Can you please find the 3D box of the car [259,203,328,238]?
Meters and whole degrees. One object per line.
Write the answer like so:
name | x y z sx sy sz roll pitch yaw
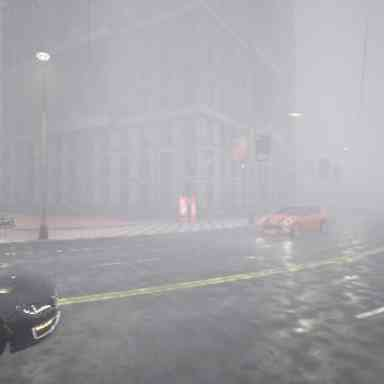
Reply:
car | 5.841 1.543 19.034 4.553 1.767 2.097 0 -1 -42

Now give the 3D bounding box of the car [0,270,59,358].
car | -4.450 1.569 4.563 4.892 1.490 1.837 1 0 -21
